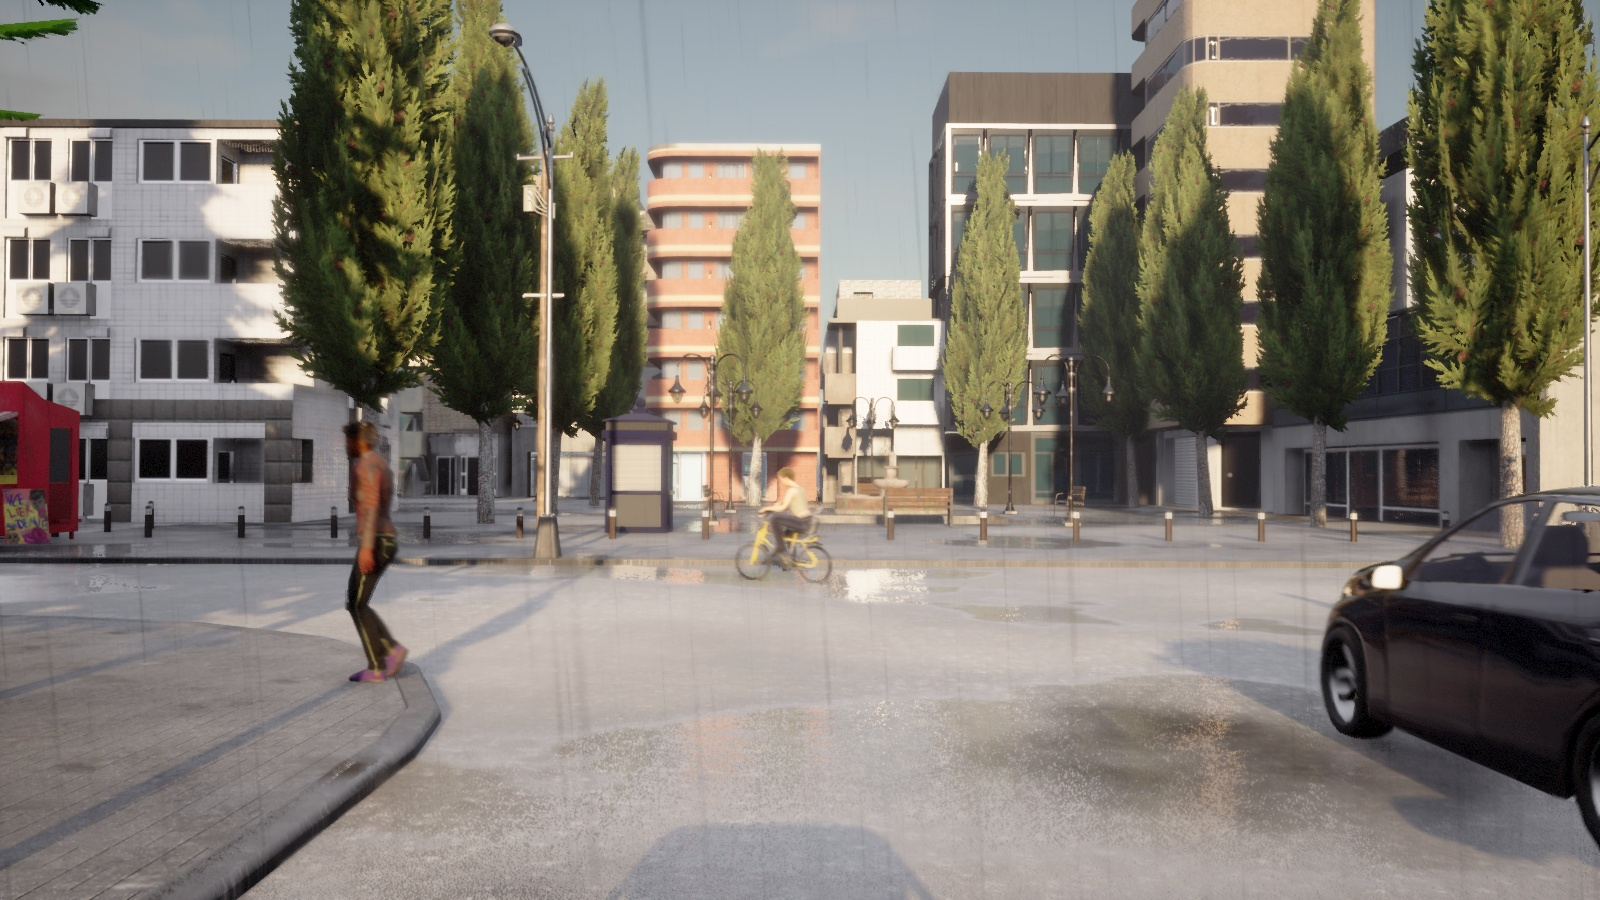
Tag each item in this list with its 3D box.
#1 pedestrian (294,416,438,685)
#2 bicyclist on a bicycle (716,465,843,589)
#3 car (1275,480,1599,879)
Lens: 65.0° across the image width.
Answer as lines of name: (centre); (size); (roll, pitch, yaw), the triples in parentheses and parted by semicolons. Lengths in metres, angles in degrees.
pedestrian: (-2.965, 0.680, 8.609); (0.869, 1.805, 0.328); (0, -1, 1)
bicyclist on a bicycle: (-0.280, 1.046, 17.527); (1.509, 1.612, 0.866); (-1, 2, 25)
car: (3.988, 0.917, 6.257); (1.845, 1.501, 3.633); (0, -1, 0)
